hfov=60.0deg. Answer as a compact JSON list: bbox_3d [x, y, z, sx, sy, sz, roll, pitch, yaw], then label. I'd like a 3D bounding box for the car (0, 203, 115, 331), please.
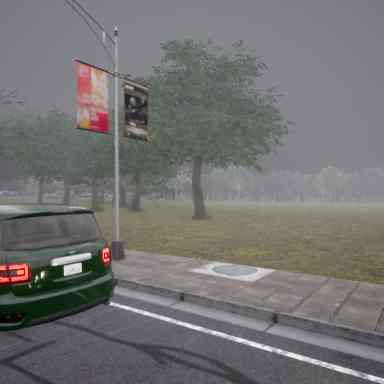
[{"bbox_3d":[-3.918,1.235,6.436,5.566,2.045,2.150,0,0,36],"label":"car"}]
